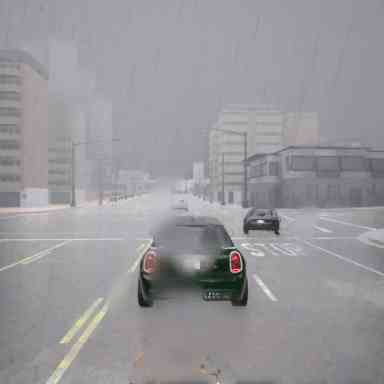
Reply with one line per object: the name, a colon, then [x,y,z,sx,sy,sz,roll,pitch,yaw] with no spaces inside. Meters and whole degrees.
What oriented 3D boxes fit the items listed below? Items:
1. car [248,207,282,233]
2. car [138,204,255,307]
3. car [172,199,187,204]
car: [4.230,1.574,19.675,1.994,1.385,4.181,0,0,16]
car: [-0.004,1.352,8.159,2.097,1.767,4.553,0,0,-1]
car: [-1.541,1.625,42.438,1.812,1.442,4.674,0,-1,-3]
